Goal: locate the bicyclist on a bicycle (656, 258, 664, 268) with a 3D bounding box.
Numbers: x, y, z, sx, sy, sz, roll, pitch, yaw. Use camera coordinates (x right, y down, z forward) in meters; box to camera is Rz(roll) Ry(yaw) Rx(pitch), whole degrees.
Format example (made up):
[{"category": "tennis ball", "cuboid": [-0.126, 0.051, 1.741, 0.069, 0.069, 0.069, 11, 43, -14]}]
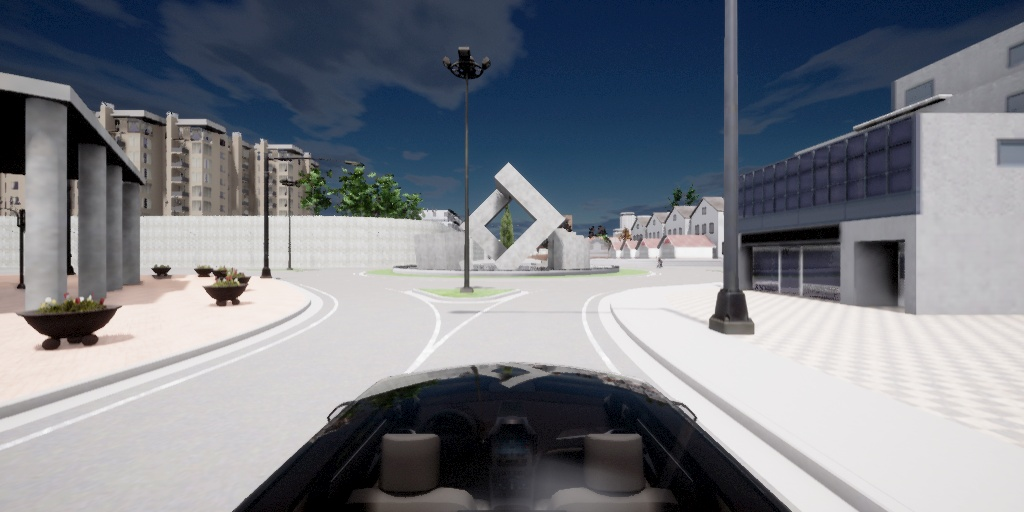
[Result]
[{"category": "bicyclist on a bicycle", "cuboid": [23.766, 1.207, 57.599, 1.656, 1.620, 0.582, 0, 0, -26]}]
